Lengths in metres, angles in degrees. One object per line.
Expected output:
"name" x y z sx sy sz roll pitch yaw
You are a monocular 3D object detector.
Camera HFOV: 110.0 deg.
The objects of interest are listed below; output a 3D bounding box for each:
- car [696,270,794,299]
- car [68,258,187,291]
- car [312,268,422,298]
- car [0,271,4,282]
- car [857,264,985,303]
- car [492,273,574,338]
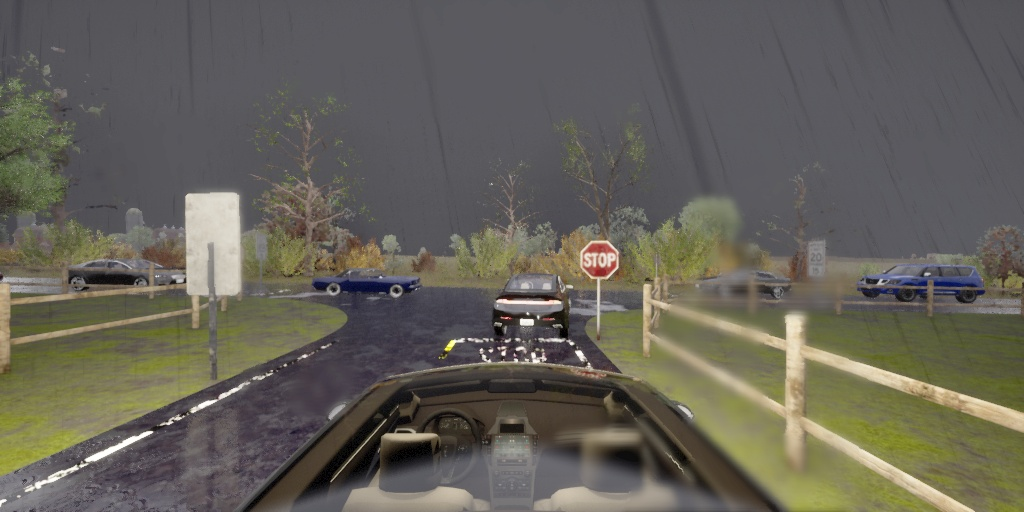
"car" 13.014 1.524 20.208 4.902 1.511 2.128 1 1 0
"car" -18.481 0.884 17.317 4.902 1.511 2.128 1 1 0
"car" -6.813 1.247 17.293 4.718 1.301 1.895 1 1 0
"car" -27.785 0.716 17.330 4.674 1.442 1.812 1 1 0
"car" 22.910 1.465 20.192 5.566 2.045 2.150 1 1 0
"car" 0.711 1.239 10.257 2.128 1.511 4.902 0 0 9
